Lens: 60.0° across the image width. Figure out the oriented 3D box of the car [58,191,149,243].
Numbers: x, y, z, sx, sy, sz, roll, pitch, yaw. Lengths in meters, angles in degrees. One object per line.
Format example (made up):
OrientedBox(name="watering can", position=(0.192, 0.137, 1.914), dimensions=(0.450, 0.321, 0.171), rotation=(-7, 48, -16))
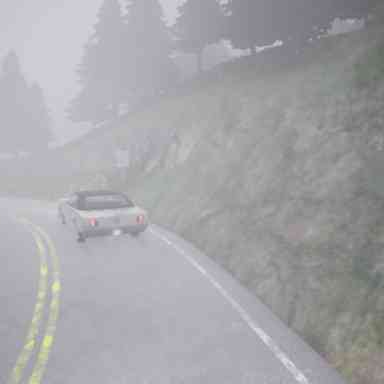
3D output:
OrientedBox(name="car", position=(-3.116, 0.612, 10.872), dimensions=(1.895, 1.301, 4.718), rotation=(-3, 7, -29))
